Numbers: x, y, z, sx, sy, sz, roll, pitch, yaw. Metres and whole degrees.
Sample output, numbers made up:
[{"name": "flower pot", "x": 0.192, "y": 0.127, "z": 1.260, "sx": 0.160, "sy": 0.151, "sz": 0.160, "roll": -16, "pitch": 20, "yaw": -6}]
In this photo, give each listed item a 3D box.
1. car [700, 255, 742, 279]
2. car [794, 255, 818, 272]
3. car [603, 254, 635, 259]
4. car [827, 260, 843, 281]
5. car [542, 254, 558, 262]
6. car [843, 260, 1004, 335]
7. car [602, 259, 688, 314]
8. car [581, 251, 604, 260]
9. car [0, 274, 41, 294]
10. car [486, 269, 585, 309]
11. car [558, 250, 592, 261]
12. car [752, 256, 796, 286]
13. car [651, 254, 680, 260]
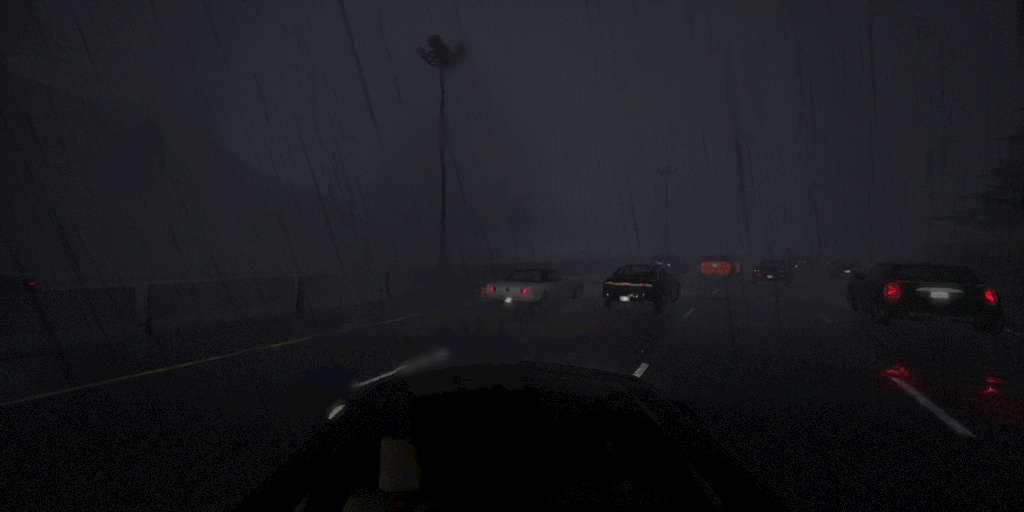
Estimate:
[{"name": "car", "x": 15.839, "y": 0.678, "z": 27.102, "sx": 2.097, "sy": 1.767, "sz": 4.553, "roll": 1, "pitch": 1, "yaw": 41}, {"name": "car", "x": 27.468, "y": 0.710, "z": 33.995, "sx": 4.892, "sy": 1.490, "sz": 1.837, "roll": 1, "pitch": 0, "yaw": -43}, {"name": "car", "x": 14.386, "y": 0.559, "z": 45.996, "sx": 5.357, "sy": 1.411, "sz": 2.033, "roll": -1, "pitch": 1, "yaw": -43}, {"name": "car", "x": 22.632, "y": 0.937, "z": 24.213, "sx": 1.994, "sy": 1.385, "sz": 4.181, "roll": 1, "pitch": 1, "yaw": 42}, {"name": "car", "x": 6.513, "y": 0.403, "z": 52.994, "sx": 4.892, "sy": 1.490, "sz": 1.837, "roll": 0, "pitch": 1, "yaw": -43}, {"name": "car", "x": 11.536, "y": 0.956, "z": 10.402, "sx": 2.097, "sy": 1.767, "sz": 4.553, "roll": 1, "pitch": 1, "yaw": 35}, {"name": "car", "x": 4.809, "y": 1.053, "z": 12.987, "sx": 2.128, "sy": 1.511, "sz": 4.902, "roll": 1, "pitch": 1, "yaw": 34}, {"name": "car", "x": 12.102, "y": 0.460, "z": 48.653, "sx": 4.902, "sy": 1.511, "sz": 2.128, "roll": -1, "pitch": 1, "yaw": -43}, {"name": "car", "x": -17.567, "y": 1.113, "z": 10.284, "sx": 1.837, "sy": 1.490, "sz": 4.892, "roll": 0, "pitch": 1, "yaw": 29}, {"name": "car", "x": 1.134, "y": 1.149, "z": 13.836, "sx": 1.895, "sy": 1.301, "sz": 4.718, "roll": 1, "pitch": 1, "yaw": 34}, {"name": "car", "x": 9.548, "y": 0.154, "z": 51.050, "sx": 5.566, "sy": 2.045, "sz": 2.150, "roll": 0, "pitch": 1, "yaw": -43}, {"name": "car", "x": 15.945, "y": 0.938, "z": 21.896, "sx": 1.812, "sy": 1.442, "sz": 4.674, "roll": 1, "pitch": 1, "yaw": 40}, {"name": "car", "x": 12.289, "y": 0.657, "z": 28.354, "sx": 2.097, "sy": 1.767, "sz": 4.553, "roll": 1, "pitch": 1, "yaw": 41}]
